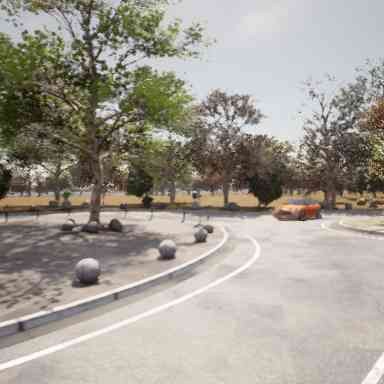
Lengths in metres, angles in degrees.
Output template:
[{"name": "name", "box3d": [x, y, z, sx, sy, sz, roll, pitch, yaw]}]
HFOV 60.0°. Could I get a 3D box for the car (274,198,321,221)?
[{"name": "car", "box3d": [8.295, 1.263, 26.062, 2.097, 1.767, 4.553, 0, 1, 44]}]
